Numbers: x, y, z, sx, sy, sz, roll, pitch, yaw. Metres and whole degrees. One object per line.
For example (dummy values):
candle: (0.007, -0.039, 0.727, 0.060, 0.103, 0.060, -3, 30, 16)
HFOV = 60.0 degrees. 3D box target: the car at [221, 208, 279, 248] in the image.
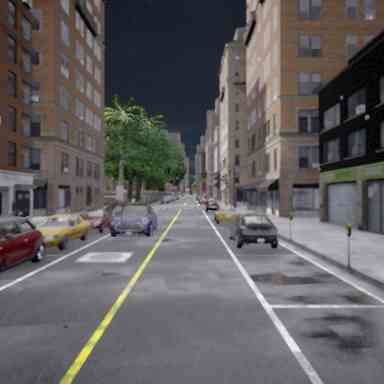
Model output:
car: (2.648, 1.632, 14.946, 2.008, 1.369, 4.403, 0, 0, 0)

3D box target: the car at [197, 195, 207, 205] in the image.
car: (2.569, 1.864, 69.048, 1.967, 1.590, 4.097, 0, 0, 0)

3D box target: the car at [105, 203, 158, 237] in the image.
car: (-3.128, 1.454, 18.648, 2.097, 1.767, 4.553, 0, 0, 0)

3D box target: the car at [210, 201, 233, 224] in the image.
car: (2.632, 1.671, 26.131, 1.752, 1.417, 4.829, 0, 0, 0)

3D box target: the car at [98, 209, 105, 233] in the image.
car: (-5.886, 1.695, 20.455, 1.802, 1.307, 4.206, 0, 0, 0)

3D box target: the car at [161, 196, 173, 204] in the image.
car: (-5.965, 2.027, 74.460, 1.947, 1.339, 4.313, 0, 0, 0)

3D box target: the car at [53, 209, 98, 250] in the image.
car: (-5.877, 1.606, 14.777, 1.752, 1.417, 4.829, 0, 0, 0)

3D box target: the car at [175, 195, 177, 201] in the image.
car: (-5.988, 1.885, 90.683, 2.192, 1.841, 5.009, 0, 0, 0)

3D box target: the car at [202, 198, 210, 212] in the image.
car: (2.607, 1.813, 42.483, 1.947, 1.339, 4.313, 0, 0, 0)

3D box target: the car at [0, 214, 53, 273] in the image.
car: (-5.869, 1.491, 9.438, 1.967, 1.590, 4.097, 0, 0, 0)

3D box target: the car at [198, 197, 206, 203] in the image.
car: (2.545, 2.078, 85.271, 1.887, 1.381, 4.507, 0, 0, 0)

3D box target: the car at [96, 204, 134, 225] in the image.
car: (-5.894, 1.711, 25.964, 1.947, 1.339, 4.313, 0, 0, 0)
